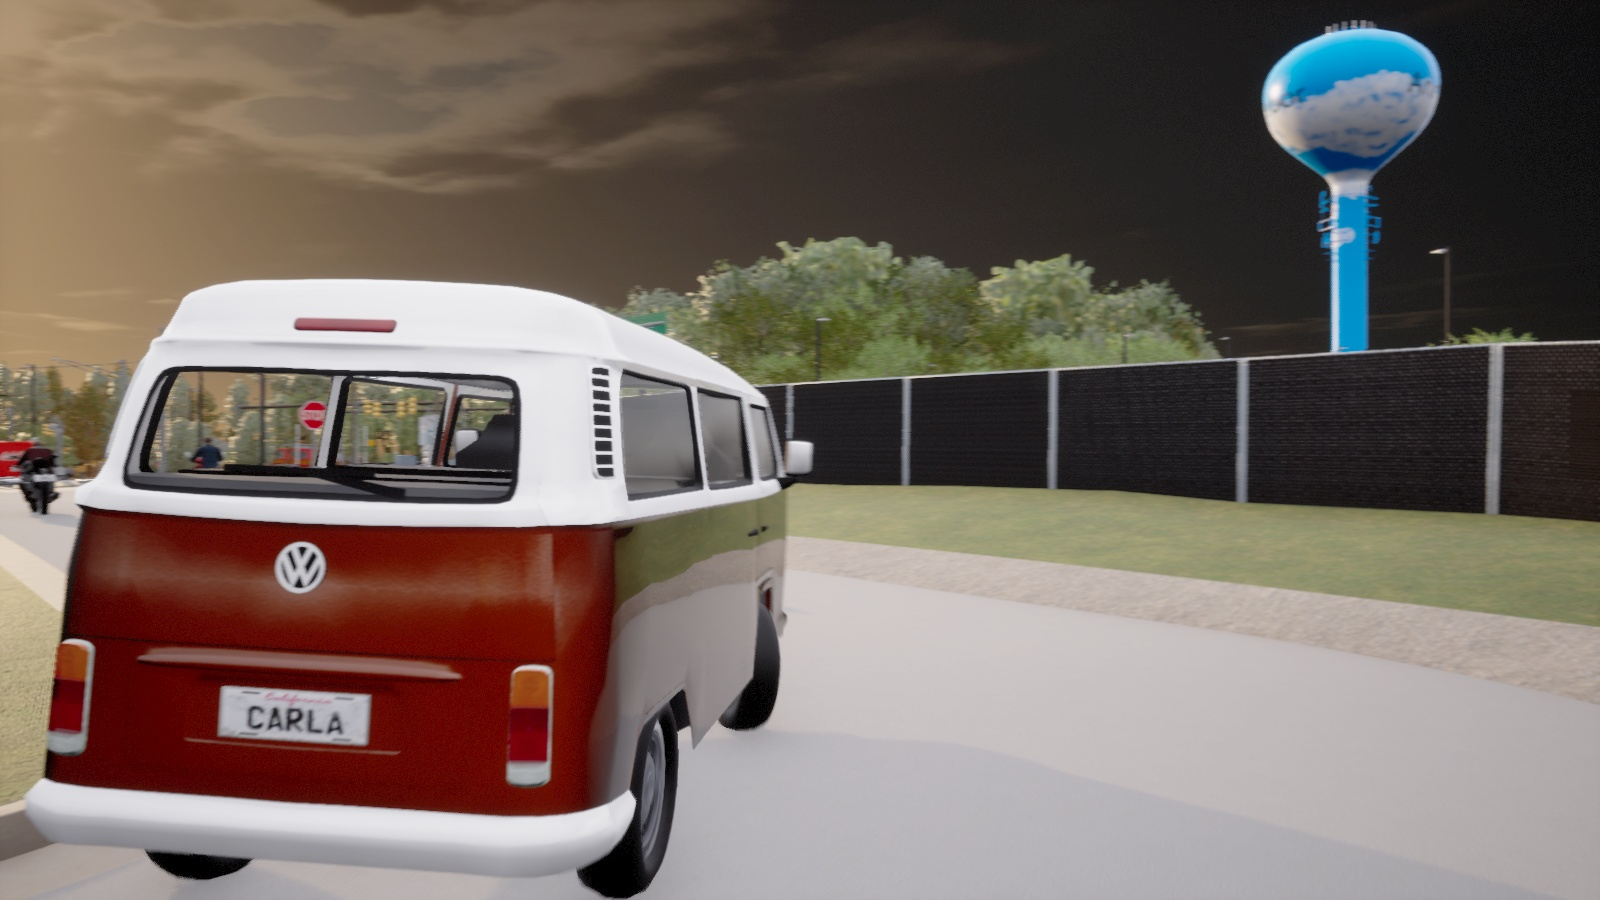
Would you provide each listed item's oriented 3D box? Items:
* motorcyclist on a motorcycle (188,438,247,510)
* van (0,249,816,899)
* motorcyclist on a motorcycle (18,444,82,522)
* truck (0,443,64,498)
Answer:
[{"bbox_3d":[-13.467,0.542,29.011,0.866,1.590,1.817,0,0,-37],"label":"motorcyclist on a motorcycle"},{"bbox_3d":[-1.194,0.475,5.665,2.069,2.038,4.480,2,0,6],"label":"van"},{"bbox_3d":[-15.419,0.647,25.793,0.866,1.530,2.191,-1,0,-37],"label":"motorcyclist on a motorcycle"},{"bbox_3d":[-37.952,1.040,61.563,2.627,2.467,5.204,-2,-1,-36],"label":"truck"}]
